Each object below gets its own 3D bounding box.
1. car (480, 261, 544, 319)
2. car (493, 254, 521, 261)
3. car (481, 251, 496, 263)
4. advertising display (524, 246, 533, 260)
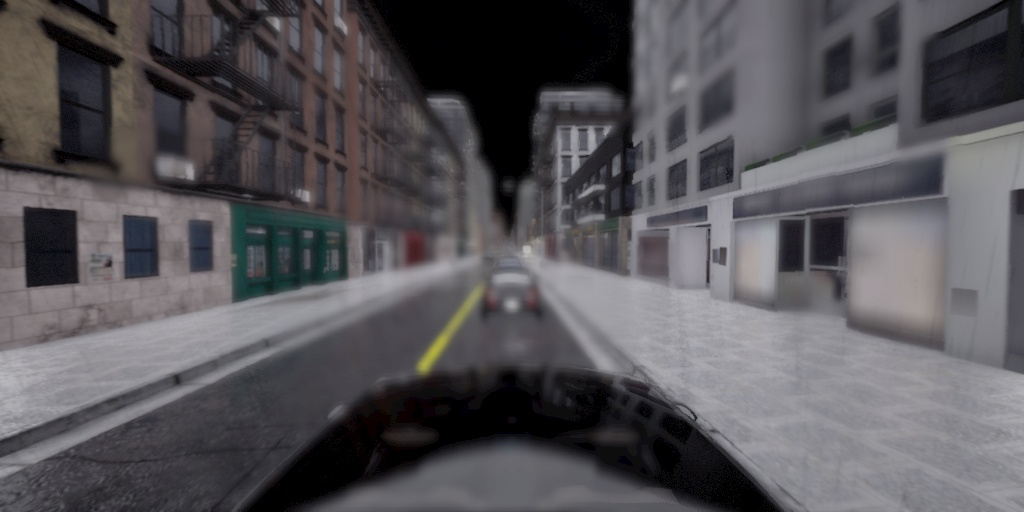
[{"bbox_3d":[0.002,1.065,11.685,1.812,1.442,4.674,0,1,0],"label":"car"},{"bbox_3d":[-0.069,0.789,26.064,2.033,1.411,5.357,0,1,0],"label":"car"},{"bbox_3d":[-3.316,0.073,52.152,2.097,1.767,4.553,0,1,0],"label":"car"},{"bbox_3d":[2.852,-0.438,61.462,1.540,2.440,0.280,0,0,0],"label":"advertising display"}]
